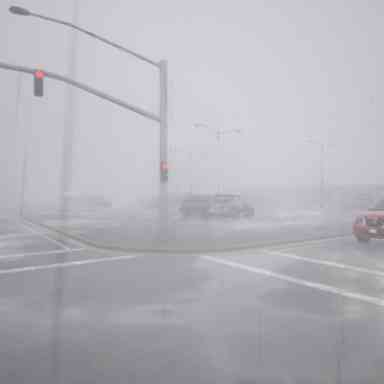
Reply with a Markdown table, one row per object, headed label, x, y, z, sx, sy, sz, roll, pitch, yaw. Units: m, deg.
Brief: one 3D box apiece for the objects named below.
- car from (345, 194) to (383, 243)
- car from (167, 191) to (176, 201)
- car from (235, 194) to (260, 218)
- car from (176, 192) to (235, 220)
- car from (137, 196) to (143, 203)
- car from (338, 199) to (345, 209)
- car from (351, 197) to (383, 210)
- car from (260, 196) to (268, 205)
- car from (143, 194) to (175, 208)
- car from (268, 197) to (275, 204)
| label | x | y | z | sx | sy | sz | roll | pitch | yaw |
| --- | --- | --- | --- | --- | --- | --- | --- | --- | --- |
| car | 9.525 | 1.205 | 14.832 | 5.566 | 2.045 | 2.150 | 0 | 0 | -34 |
| car | -3.790 | 1.120 | 62.634 | 1.932 | 1.855 | 4.605 | 0 | 0 | -35 |
| car | 3.362 | 1.137 | 27.845 | 1.905 | 1.878 | 3.866 | 0 | 0 | -35 |
| car | 0.958 | 1.137 | 26.233 | 1.932 | 1.855 | 4.605 | 0 | 0 | -35 |
| car | -8.335 | 1.368 | 59.400 | 1.970 | 1.475 | 3.806 | 0 | 0 | -35 |
| car | 19.430 | 1.117 | 39.110 | 1.905 | 1.878 | 3.866 | 0 | 0 | -35 |
| car | 21.811 | 1.353 | 40.758 | 1.970 | 1.475 | 3.806 | 0 | 0 | -35 |
| car | 9.384 | 1.114 | 53.463 | 1.932 | 1.855 | 4.605 | 0 | 0 | -35 |
| car | -4.419 | 1.374 | 43.716 | 1.970 | 1.475 | 3.806 | 0 | 0 | -35 |
| car | 11.795 | 1.322 | 55.069 | 1.784 | 1.438 | 3.905 | 0 | 0 | -35 |
